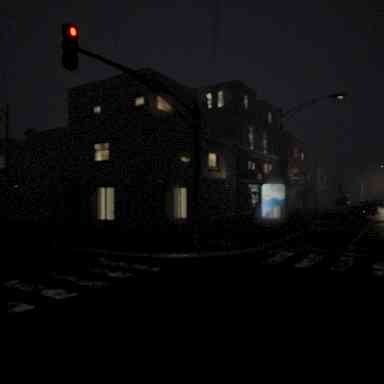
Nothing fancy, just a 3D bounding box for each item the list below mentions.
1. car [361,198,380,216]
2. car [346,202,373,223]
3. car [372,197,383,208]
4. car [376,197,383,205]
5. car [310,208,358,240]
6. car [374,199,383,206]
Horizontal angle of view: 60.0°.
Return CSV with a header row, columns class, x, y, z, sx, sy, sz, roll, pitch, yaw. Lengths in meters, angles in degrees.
class,x,y,z,sx,sy,sz,roll,pitch,yaw
car,19.241,1.736,36.799,1.967,1.590,4.097,-1,-1,32
car,13.431,1.778,27.406,2.008,1.369,4.403,-1,-1,32
car,30.860,1.750,55.586,2.192,1.841,5.009,-1,-1,32
car,42.479,2.020,74.369,1.967,1.590,4.097,-1,-1,32
car,7.623,1.742,18.014,1.802,1.307,4.206,-1,-1,32
car,36.580,2.031,64.831,1.752,1.417,4.829,-1,-1,32
